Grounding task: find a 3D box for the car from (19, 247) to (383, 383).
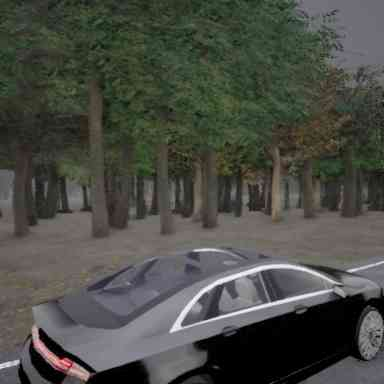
[{"bbox_3d":[0.596,1.467,4.169,4.902,1.511,2.128,-1,0,-36],"label":"car"}]
